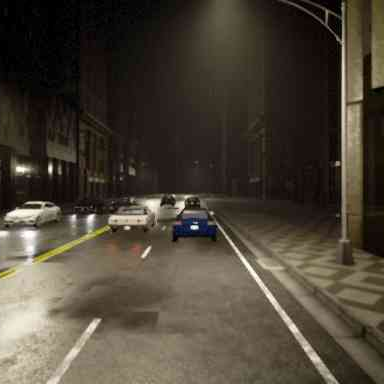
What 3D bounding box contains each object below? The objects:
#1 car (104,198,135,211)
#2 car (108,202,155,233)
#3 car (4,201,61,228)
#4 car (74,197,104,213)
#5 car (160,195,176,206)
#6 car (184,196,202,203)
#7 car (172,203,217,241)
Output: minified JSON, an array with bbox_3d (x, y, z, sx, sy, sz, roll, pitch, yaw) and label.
[{"bbox_3d":[-6.484,1.307,32.016,2.033,1.411,5.357,0,1,0],"label":"car"},{"bbox_3d":[-3.139,1.424,18.395,1.895,1.301,4.718,0,1,0],"label":"car"},{"bbox_3d":[-9.776,1.326,20.867,1.812,1.442,4.674,0,1,0],"label":"car"},{"bbox_3d":[-9.734,1.252,32.017,1.837,1.490,4.892,0,1,0],"label":"car"},{"bbox_3d":[-3.129,1.125,43.832,2.033,1.411,5.357,0,1,0],"label":"car"},{"bbox_3d":[0.070,1.195,36.594,2.033,1.411,5.357,0,1,1],"label":"car"},{"bbox_3d":[0.108,1.412,15.700,1.994,1.385,4.181,0,0,0],"label":"car"}]
